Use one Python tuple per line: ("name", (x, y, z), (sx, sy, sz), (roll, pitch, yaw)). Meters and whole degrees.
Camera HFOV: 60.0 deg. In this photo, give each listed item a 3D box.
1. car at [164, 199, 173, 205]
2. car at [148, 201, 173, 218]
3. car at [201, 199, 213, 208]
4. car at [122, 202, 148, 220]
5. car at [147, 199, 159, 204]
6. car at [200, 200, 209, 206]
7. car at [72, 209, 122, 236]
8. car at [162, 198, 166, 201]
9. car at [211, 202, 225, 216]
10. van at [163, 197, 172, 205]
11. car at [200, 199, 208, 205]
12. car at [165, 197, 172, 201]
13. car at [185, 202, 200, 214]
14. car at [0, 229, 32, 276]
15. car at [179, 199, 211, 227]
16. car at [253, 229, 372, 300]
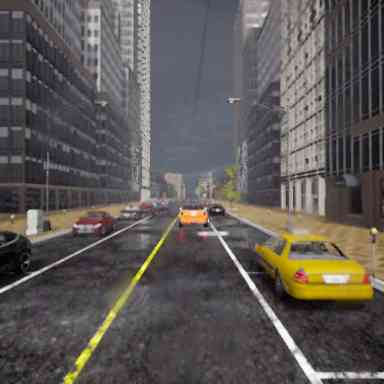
("car", (-5.698, 2.408, 82.378), (1.947, 1.339, 4.313), (0, -1, 0))
("car", (-3.064, 1.932, 34.853), (1.994, 1.385, 4.181), (0, -1, 0))
("car", (2.686, 2.058, 59.598), (1.967, 1.590, 4.097), (0, -1, 0))
("car", (-5.691, 1.880, 31.150), (2.008, 1.369, 4.403), (0, -1, 0))
("car", (-5.693, 1.990, 42.534), (1.887, 1.381, 4.507), (0, -1, 0))
("car", (2.684, 2.313, 70.980), (1.802, 1.307, 4.206), (0, -1, 0))
("car", (-5.689, 1.793, 19.765), (1.802, 1.307, 4.206), (0, -1, 0))
("car", (-5.694, 2.143, 53.918), (1.802, 1.307, 4.206), (0, -1, 0))
("car", (2.689, 1.954, 36.831), (1.947, 1.339, 4.313), (0, -1, 0))
("van", (-5.696, 2.127, 76.688), (1.690, 1.788, 3.998), (0, -1, 0))
("car", (2.683, 2.314, 76.843), (1.752, 1.417, 4.829), (0, -1, 0))
("car", (-5.696, 2.170, 70.994), (1.967, 1.590, 4.097), (0, -1, 0))
("car", (0.104, 1.967, 42.031), (1.812, 1.442, 4.674), (0, -1, 0))
("car", (-5.688, 1.657, 8.383), (1.947, 1.339, 4.313), (0, -1, 0))
("car", (0.097, 1.624, 25.562), (2.097, 1.767, 4.553), (0, -1, 0))
("car", (2.693, 1.619, 8.541), (1.752, 1.417, 4.829), (0, -1, 0))
